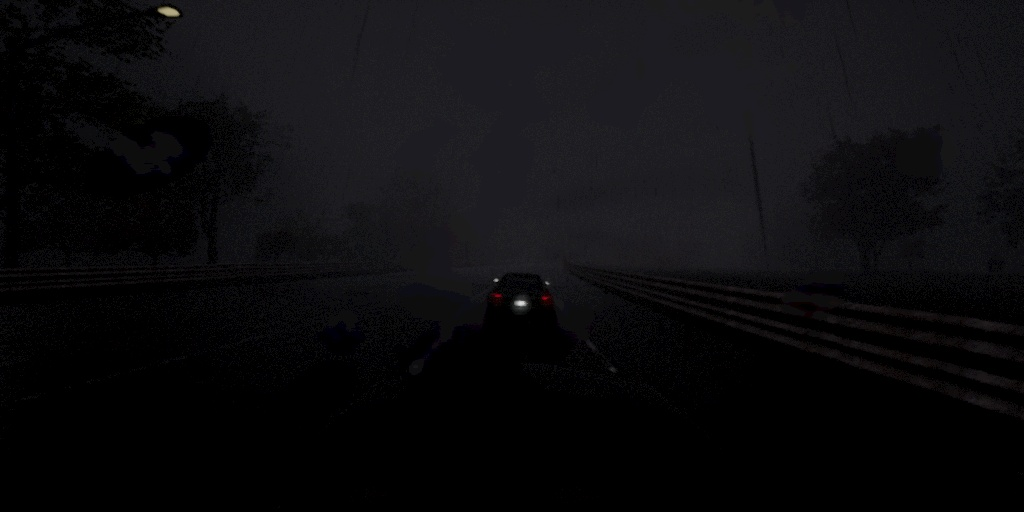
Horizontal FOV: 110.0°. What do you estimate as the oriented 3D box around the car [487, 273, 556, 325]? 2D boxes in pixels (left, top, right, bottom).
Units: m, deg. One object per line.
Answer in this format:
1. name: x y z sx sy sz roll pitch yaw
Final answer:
1. car: 0.305 1.260 11.743 1.994 1.385 4.181 3 0 1
